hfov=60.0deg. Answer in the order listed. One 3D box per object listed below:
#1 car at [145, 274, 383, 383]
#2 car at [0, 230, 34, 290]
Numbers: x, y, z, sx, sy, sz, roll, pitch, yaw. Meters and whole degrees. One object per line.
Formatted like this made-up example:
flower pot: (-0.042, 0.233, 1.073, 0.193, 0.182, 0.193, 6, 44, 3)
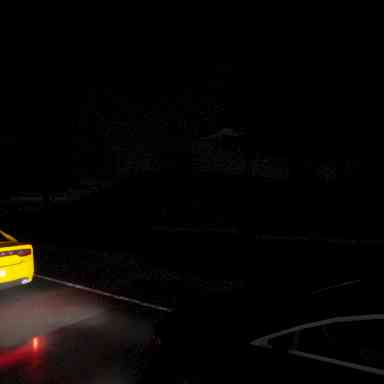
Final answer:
car: (1.767, 1.492, 2.747, 4.902, 1.511, 2.128, 0, 0, 35)
car: (-5.831, 1.469, 8.000, 5.008, 1.535, 1.882, 0, 0, 35)
